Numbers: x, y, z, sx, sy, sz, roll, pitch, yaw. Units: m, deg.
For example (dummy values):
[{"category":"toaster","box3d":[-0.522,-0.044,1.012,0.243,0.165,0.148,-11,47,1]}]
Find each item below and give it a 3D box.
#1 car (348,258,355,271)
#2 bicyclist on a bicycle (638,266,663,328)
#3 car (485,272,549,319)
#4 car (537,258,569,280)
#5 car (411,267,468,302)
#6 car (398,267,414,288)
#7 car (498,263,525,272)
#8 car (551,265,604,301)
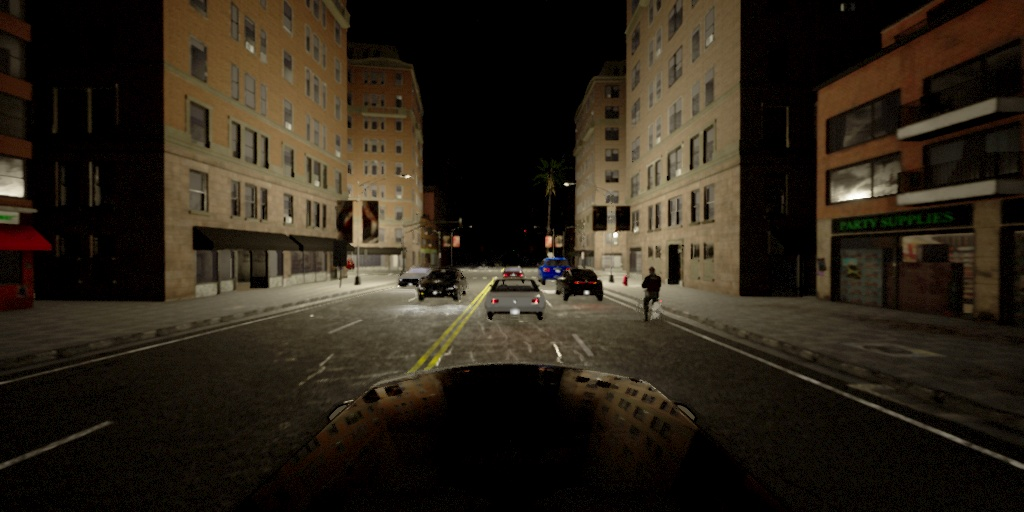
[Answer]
[{"category":"car","box3d":[-23.894,1.204,48.497,5.009,1.841,2.192,0,0,-9]},{"category":"bicyclist on a bicycle","box3d":[4.143,1.188,10.824,0.659,1.776,1.843,0,0,0]},{"category":"car","box3d":[0.099,1.438,13.210,1.895,1.301,4.718,0,0,0]},{"category":"car","box3d":[3.249,1.175,28.127,2.150,2.045,5.566,0,0,0]},{"category":"car","box3d":[-3.344,1.381,18.004,1.837,1.490,4.892,0,-1,0]},{"category":"car","box3d":[-6.570,1.484,25.912,2.033,1.411,5.357,0,0,0]},{"category":"car","box3d":[0.100,1.508,29.130,2.033,1.411,5.357,0,0,0]},{"category":"car","box3d":[3.304,1.380,18.216,1.837,1.490,4.892,0,-1,0]}]
